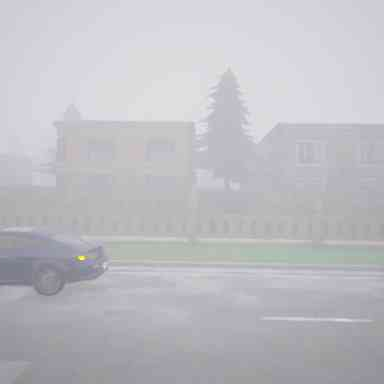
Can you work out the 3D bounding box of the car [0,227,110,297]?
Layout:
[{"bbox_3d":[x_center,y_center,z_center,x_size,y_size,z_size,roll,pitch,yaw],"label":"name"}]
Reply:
[{"bbox_3d":[-4.447,1.607,8.267,4.674,1.442,1.812,1,-1,1],"label":"car"}]
